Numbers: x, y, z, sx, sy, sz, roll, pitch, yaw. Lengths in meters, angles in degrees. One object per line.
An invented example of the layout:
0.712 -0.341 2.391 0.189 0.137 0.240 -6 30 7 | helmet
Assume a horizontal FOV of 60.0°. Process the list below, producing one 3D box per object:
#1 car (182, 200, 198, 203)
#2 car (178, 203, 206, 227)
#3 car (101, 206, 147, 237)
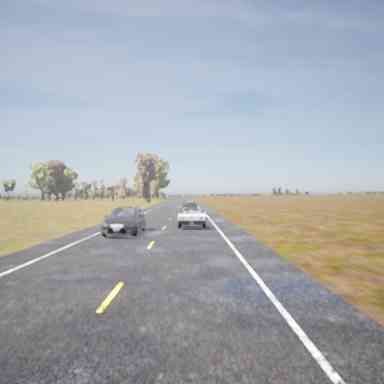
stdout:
-0.240 1.707 41.627 2.128 1.511 4.902 0 0 -1 | car
-0.019 1.716 23.618 1.895 1.301 4.718 0 0 -1 | car
-3.678 1.581 18.586 2.128 1.511 4.902 0 0 0 | car
